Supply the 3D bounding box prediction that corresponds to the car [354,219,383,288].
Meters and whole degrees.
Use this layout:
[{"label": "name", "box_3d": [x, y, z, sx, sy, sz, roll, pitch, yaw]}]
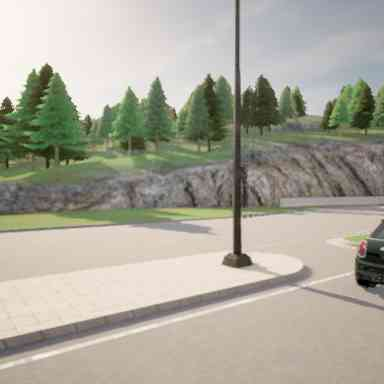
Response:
[{"label": "car", "box_3d": [5.939, 1.330, 7.952, 4.553, 1.767, 2.097, 0, 0, -35]}]
